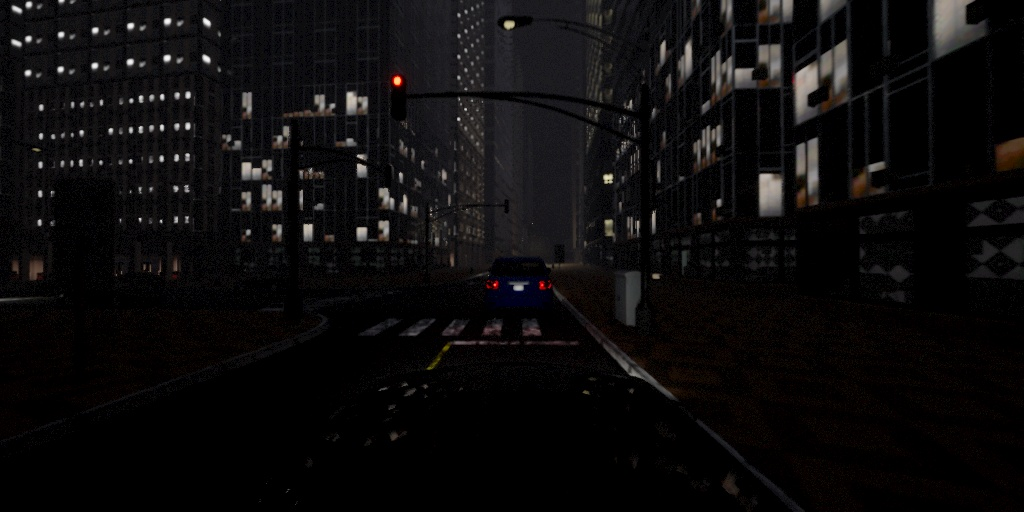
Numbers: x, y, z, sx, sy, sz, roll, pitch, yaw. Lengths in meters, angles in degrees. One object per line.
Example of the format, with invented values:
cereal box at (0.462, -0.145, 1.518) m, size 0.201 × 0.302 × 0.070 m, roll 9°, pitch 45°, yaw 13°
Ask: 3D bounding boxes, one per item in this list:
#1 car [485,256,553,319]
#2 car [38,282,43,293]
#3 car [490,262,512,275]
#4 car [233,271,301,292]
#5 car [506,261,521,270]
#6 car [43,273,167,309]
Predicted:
car at (0.269, 1.024, 13.194) m, size 2.150 × 2.045 × 5.566 m, roll 0°, pitch 0°, yaw 2°
car at (-33.419, 2.023, 27.278) m, size 4.313 × 1.339 × 1.948 m, roll 0°, pitch 0°, yaw 9°
car at (-1.239, 1.457, 43.214) m, size 2.033 × 1.411 × 5.357 m, roll 0°, pitch 0°, yaw 5°
car at (-16.760, 1.704, 24.599) m, size 4.403 × 1.370 × 2.007 m, roll 0°, pitch 0°, yaw 9°
car at (0.344, 1.554, 58.526) m, size 1.895 × 1.301 × 4.718 m, roll 0°, pitch 0°, yaw 7°
car at (-18.091, 1.624, 16.325) m, size 4.403 × 1.370 × 2.007 m, roll 0°, pitch 0°, yaw 9°
